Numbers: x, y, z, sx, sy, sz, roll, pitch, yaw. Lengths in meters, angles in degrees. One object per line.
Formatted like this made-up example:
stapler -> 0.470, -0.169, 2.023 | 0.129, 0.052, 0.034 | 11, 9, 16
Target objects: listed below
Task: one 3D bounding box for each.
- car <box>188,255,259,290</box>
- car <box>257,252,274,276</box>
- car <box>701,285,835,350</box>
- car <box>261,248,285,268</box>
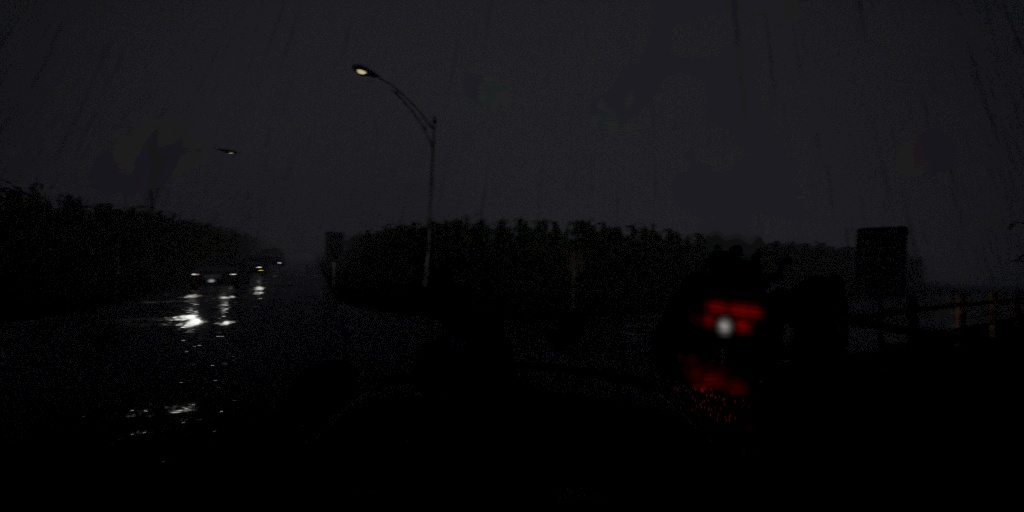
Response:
car -> -14.462, 0.796, 17.997 | 2.128, 1.511, 4.902 | 2, 0, -29
car -> -19.512, 0.654, 27.048 | 1.837, 1.490, 4.892 | 2, 0, -29
car -> 7.386, 1.571, 10.044 | 4.892, 1.490, 1.837 | 2, -1, -29
car -> -26.276, 0.148, 39.213 | 2.150, 2.045, 5.566 | 2, 1, -29
